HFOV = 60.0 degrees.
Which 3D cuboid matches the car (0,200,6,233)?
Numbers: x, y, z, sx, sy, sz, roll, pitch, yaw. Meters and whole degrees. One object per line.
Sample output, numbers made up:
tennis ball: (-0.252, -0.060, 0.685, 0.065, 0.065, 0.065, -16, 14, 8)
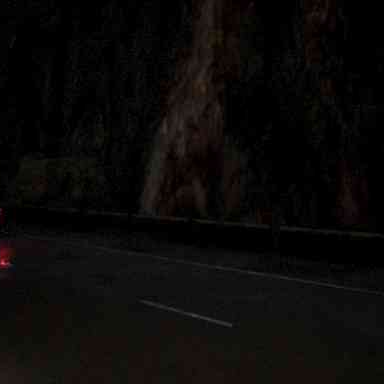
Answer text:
car: (-11.371, 1.040, 16.405, 5.566, 2.045, 2.150, 1, 1, 36)
